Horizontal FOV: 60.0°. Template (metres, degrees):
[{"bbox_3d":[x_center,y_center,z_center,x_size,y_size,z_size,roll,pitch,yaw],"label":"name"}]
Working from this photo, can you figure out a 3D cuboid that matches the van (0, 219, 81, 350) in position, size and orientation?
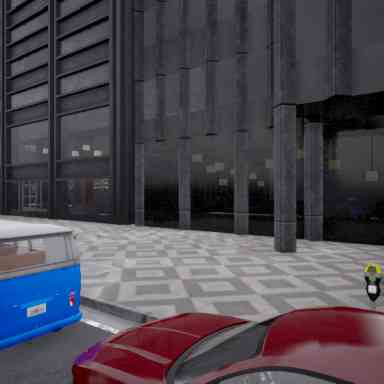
[{"bbox_3d":[-3.580,1.341,5.521,3.998,1.788,1.690,0,0,36],"label":"van"}]

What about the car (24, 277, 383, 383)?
[{"bbox_3d":[0.985,1.545,2.262,4.507,1.381,1.887,0,0,36],"label":"car"}]
